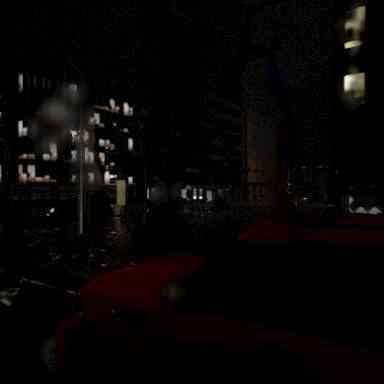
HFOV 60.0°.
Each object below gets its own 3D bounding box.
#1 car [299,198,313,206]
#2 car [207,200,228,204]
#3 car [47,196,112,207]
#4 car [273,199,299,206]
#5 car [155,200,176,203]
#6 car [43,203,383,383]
[{"bbox_3d":[21.061,1.826,61.884,2.128,1.511,4.902,0,0,36],"label":"car"},{"bbox_3d":[3.117,1.728,43.152,1.812,1.442,4.674,0,0,36],"label":"car"},{"bbox_3d":[-8.992,1.332,26.892,2.150,2.045,5.566,0,0,39],"label":"car"},{"bbox_3d":[14.912,1.837,53.644,2.033,1.411,5.357,0,0,37],"label":"car"},{"bbox_3d":[-3.047,1.647,34.909,2.128,1.511,4.902,0,0,37],"label":"car"},{"bbox_3d":[1.216,1.222,2.817,5.566,2.045,2.150,0,0,36],"label":"car"}]
